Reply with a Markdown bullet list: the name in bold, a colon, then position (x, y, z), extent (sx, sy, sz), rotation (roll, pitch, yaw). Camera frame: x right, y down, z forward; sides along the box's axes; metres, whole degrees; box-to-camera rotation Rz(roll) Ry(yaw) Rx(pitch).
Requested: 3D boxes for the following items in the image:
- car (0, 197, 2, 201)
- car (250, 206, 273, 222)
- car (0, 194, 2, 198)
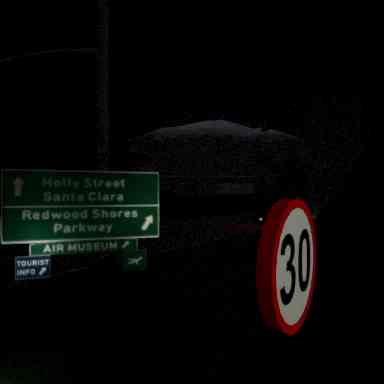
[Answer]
- **car**: position (-12.447, 1.504, 26.027), extent (1.905, 1.878, 3.866), rotation (0, 0, 35)
- **car**: position (6.610, 1.792, 27.422), extent (1.895, 1.301, 4.718), rotation (0, 0, 36)
- **car**: position (-38.770, 1.489, 69.898), extent (4.514, 1.523, 2.007), rotation (0, 0, 35)
